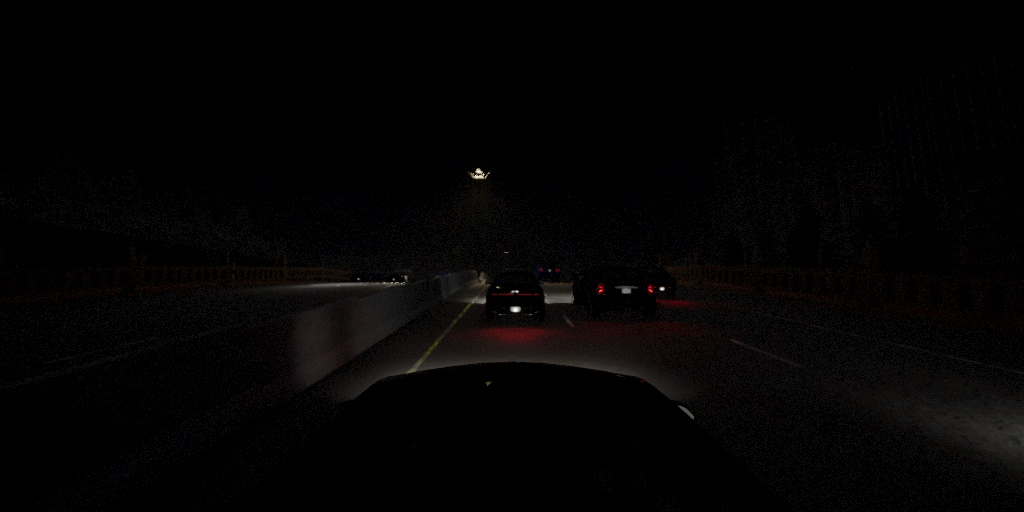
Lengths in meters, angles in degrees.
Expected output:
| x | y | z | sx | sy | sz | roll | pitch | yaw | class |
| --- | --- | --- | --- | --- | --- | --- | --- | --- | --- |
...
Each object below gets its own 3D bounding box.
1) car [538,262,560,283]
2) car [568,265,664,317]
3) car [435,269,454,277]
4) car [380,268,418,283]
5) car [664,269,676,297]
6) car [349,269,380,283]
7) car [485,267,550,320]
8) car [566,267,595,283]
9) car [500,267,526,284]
| x | y | z | sx | sy | sz | roll | pitch | yaw | class |
| --- | --- | --- | --- | --- | --- | --- | --- | --- | --- |
| 3.602 | 1.702 | 36.842 | 2.150 | 2.045 | 5.566 | 0 | -4 | 0 | car |
| 3.600 | 1.130 | 13.397 | 2.097 | 1.767 | 4.553 | 0 | 0 | 0 | car |
| -7.091 | 2.189 | 39.209 | 1.812 | 1.442 | 4.674 | 0 | -5 | 0 | car |
| -10.596 | 1.890 | 34.806 | 2.033 | 1.411 | 5.357 | 0 | -4 | 0 | car |
| 7.101 | 1.303 | 19.369 | 1.837 | 1.490 | 4.892 | 0 | 0 | 0 | car |
| -14.094 | 1.966 | 35.161 | 1.895 | 1.301 | 4.718 | 0 | -4 | 0 | car |
| 0.101 | 1.282 | 12.706 | 1.837 | 1.490 | 4.892 | 0 | 0 | 0 | car |
| 7.102 | 2.041 | 37.748 | 2.128 | 1.511 | 4.902 | 0 | -4 | 0 | car |
| 0.101 | 1.676 | 31.065 | 2.033 | 1.411 | 5.357 | 0 | -3 | 0 | car |
